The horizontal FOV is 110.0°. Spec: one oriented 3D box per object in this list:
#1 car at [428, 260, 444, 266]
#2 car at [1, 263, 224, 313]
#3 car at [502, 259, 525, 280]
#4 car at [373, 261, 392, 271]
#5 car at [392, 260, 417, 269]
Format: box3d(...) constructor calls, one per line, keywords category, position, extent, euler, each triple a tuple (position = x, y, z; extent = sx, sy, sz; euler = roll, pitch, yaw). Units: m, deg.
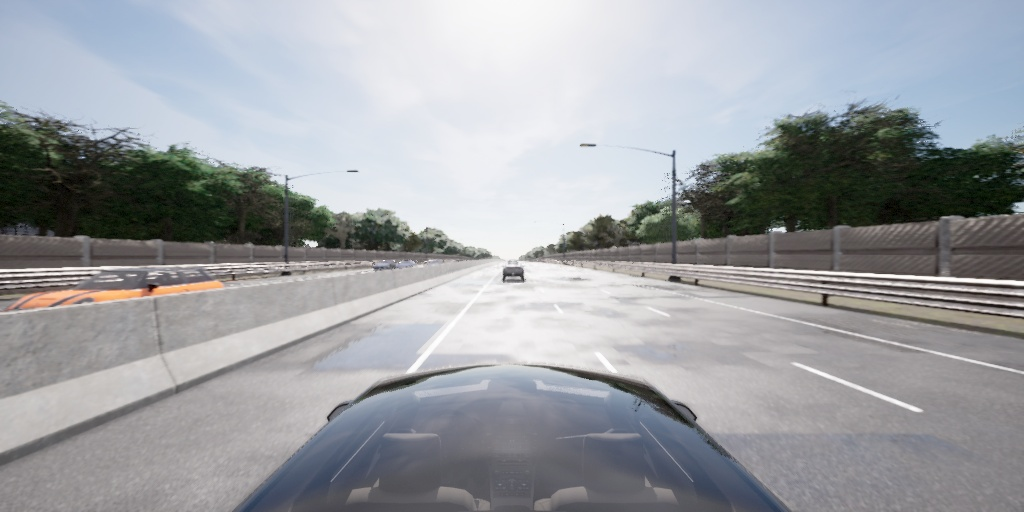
box3d(category="car", position=(-10.522, 1.330, 50.159), extent=(1.812, 1.442, 4.674), euler=(0, 0, 1))
box3d(category="car", position=(-10.586, 1.105, 10.049), extent=(2.097, 1.767, 4.553), euler=(0, 0, 0))
box3d(category="car", position=(0.119, 1.262, 31.561), extent=(2.128, 1.511, 4.902), euler=(0, 0, 0))
box3d(category="car", position=(-17.511, 1.351, 50.153), extent=(2.033, 1.411, 5.357), euler=(0, 0, 1))
box3d(category="car", position=(-14.020, 1.323, 47.807), extent=(1.812, 1.442, 4.674), euler=(0, 0, 1))
